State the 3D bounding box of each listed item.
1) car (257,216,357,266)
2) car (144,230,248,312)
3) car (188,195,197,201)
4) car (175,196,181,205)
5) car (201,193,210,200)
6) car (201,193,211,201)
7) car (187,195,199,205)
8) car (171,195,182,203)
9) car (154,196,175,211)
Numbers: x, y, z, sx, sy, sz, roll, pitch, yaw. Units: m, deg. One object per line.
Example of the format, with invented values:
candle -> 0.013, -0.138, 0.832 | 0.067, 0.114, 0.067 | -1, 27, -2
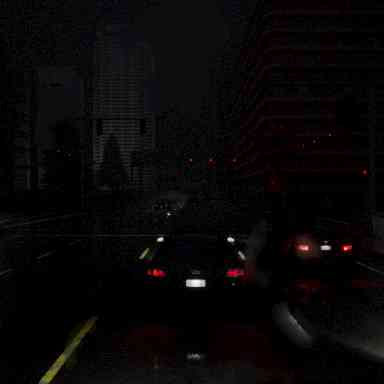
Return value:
car -> 3.607, 1.547, 11.437 | 2.033, 1.411, 5.357 | 0, 0, 0
car -> 0.081, 1.564, 7.820 | 1.994, 1.385, 4.181 | 0, 0, 0
car -> 0.128, 1.534, 81.459 | 2.033, 1.411, 5.357 | 0, 0, 0
car -> -3.491, 1.601, 58.109 | 1.895, 1.301, 4.718 | 0, 0, 0
car -> 3.642, 1.207, 90.481 | 2.150, 2.045, 5.566 | 0, 0, 0
car -> 3.627, 1.493, 80.597 | 1.837, 1.490, 4.892 | 0, 0, 0
car -> 0.193, 1.505, 59.244 | 1.837, 1.490, 4.892 | 0, 0, 0
car -> -3.388, 1.525, 71.556 | 2.128, 1.511, 4.902 | 0, 0, 0
car -> -3.534, 1.503, 40.993 | 1.837, 1.490, 4.892 | 0, -1, 0
